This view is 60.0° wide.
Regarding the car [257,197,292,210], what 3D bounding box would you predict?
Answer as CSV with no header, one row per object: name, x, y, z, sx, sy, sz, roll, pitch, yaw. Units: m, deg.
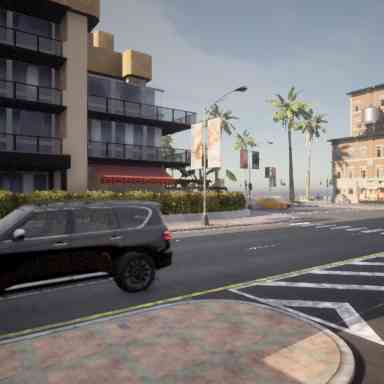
car,10.689,1.478,43.315,1.882,1.535,5.008,0,0,-35

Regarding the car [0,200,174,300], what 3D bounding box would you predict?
car,-3.058,1.221,7.329,5.566,2.045,2.150,0,0,-35
